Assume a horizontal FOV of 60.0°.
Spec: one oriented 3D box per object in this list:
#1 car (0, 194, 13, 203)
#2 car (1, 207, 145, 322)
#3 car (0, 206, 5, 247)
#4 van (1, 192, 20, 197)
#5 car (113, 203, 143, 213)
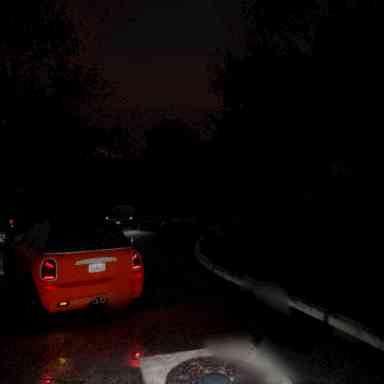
[{"bbox_3d":[-33.204,1.053,56.368,4.792,1.488,2.163,1,1,-38],"label":"car"},{"bbox_3d":[-2.876,1.352,7.621,2.097,1.767,4.553,1,-1,-34],"label":"car"},{"bbox_3d":[-9.625,1.307,13.386,4.553,1.767,2.097,2,-1,-32],"label":"car"},{"bbox_3d":[-28.198,1.051,49.709,4.442,1.987,1.878,1,1,-38],"label":"van"},{"bbox_3d":[-4.241,1.465,21.352,1.812,1.442,4.674,0,1,0],"label":"car"}]
